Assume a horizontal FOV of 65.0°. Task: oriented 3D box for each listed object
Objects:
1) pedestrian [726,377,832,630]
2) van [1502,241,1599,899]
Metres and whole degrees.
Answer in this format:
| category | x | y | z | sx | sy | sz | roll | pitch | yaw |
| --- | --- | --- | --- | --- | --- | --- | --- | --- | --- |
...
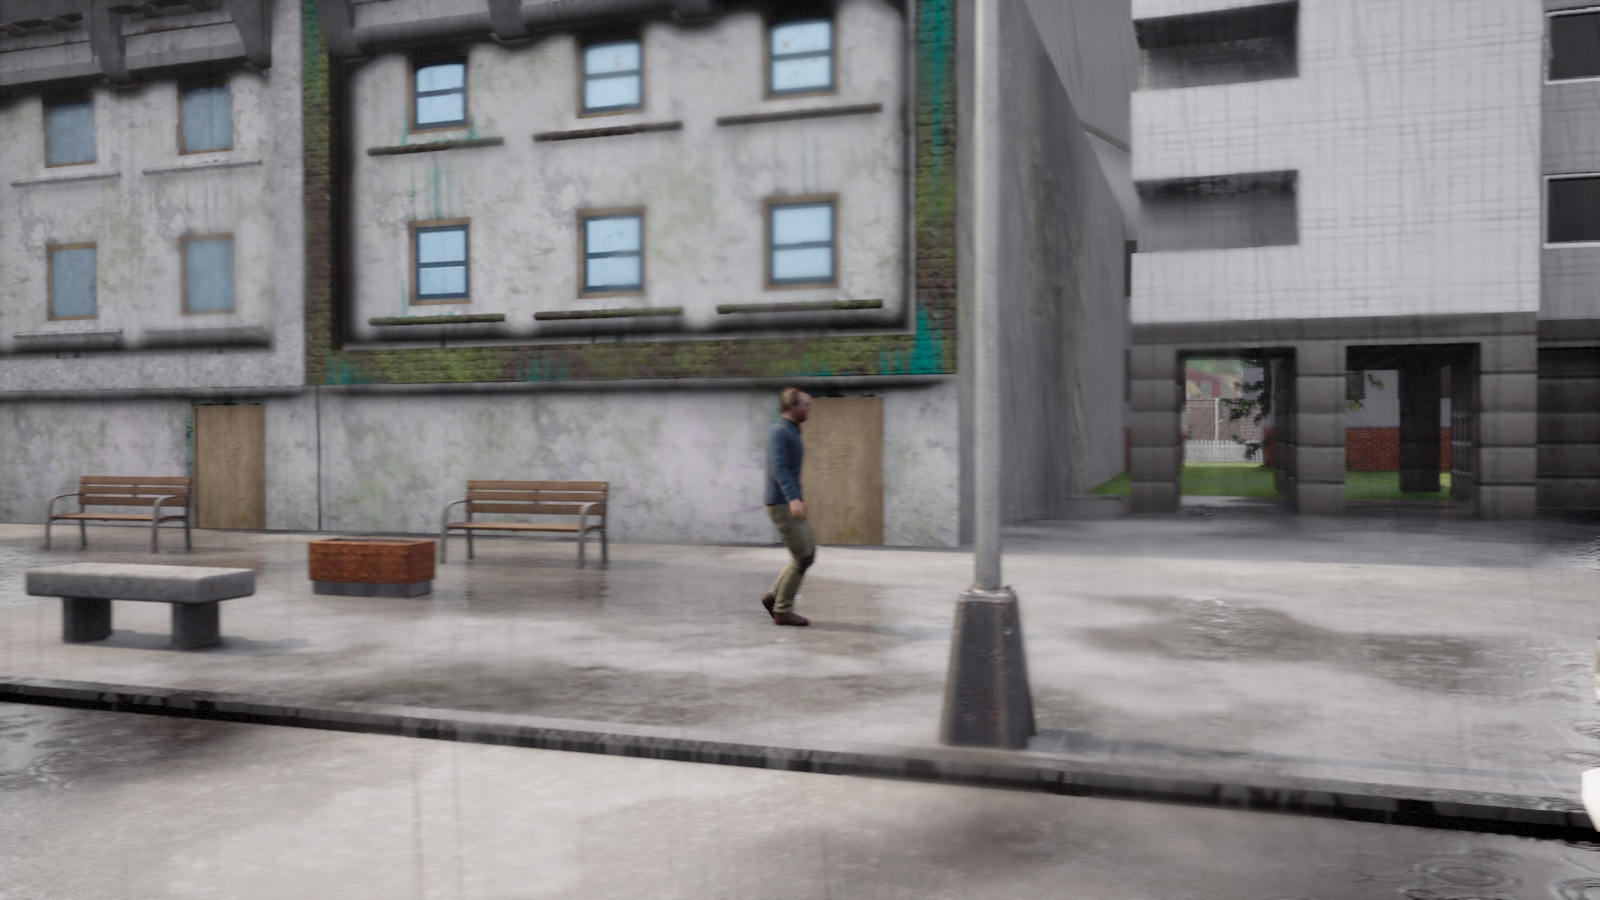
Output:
| category | x | y | z | sx | sy | sz | roll | pitch | yaw |
| --- | --- | --- | --- | --- | --- | --- | --- | --- | --- |
| pedestrian | -0.151 | 0.385 | 9.387 | 0.726 | 1.842 | 0.402 | 0 | 1 | 9 |
| van | 4.066 | 0.527 | 2.348 | 4.480 | 2.038 | 2.069 | 1 | 1 | 19 |
